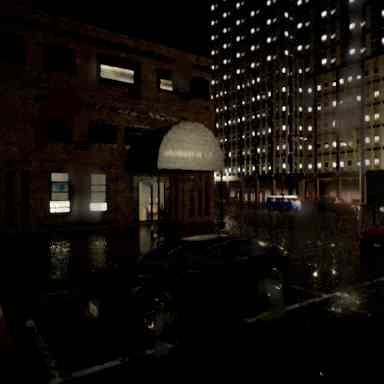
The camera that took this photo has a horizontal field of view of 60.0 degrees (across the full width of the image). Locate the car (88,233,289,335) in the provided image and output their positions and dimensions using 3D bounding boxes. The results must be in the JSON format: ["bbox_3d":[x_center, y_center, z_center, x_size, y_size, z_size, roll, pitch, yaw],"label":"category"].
[{"bbox_3d":[0.153,1.564,6.741,4.313,1.339,1.947,0,0,-35],"label":"car"}]

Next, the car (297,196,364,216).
[{"bbox_3d":[13.090,1.296,31.715,2.192,1.841,5.009,0,0,-35],"label":"car"}]

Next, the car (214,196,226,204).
[{"bbox_3d":[4.053,1.421,59.384,1.752,1.417,4.829,0,0,-35],"label":"car"}]

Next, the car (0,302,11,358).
[{"bbox_3d":[-4.314,1.441,3.493,4.097,1.590,1.967,0,0,-35],"label":"car"}]

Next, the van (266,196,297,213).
[{"bbox_3d":[9.926,1.314,36.263,1.690,1.788,3.998,0,0,-35],"label":"van"}]

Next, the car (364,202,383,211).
[{"bbox_3d":[19.971,1.482,36.501,2.008,1.369,4.403,0,0,-35],"label":"car"}]

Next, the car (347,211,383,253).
[{"bbox_3d":[7.998,1.537,12.407,4.507,1.381,1.887,0,0,-35],"label":"car"}]

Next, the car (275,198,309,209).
[{"bbox_3d":[13.643,1.498,45.599,1.802,1.307,4.206,0,0,-35],"label":"car"}]
